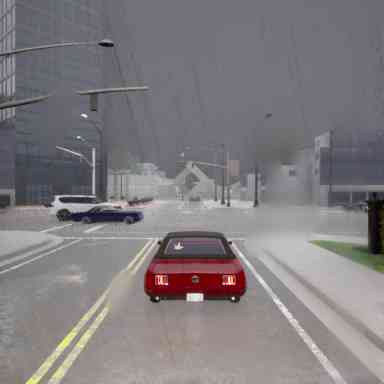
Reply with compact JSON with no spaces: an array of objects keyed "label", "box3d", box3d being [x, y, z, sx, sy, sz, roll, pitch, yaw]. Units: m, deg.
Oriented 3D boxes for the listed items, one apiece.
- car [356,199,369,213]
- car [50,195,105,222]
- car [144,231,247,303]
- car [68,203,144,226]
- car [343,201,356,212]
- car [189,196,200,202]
[{"label":"car","box3d":[19.876,1.480,34.088,4.674,1.442,1.812,0,0,0]},{"label":"car","box3d":[-8.485,1.264,26.841,5.566,2.045,2.150,0,0,-4]},{"label":"car","box3d":[0.071,1.601,8.183,1.895,1.301,4.718,0,0,0]},{"label":"car","box3d":[-5.767,1.628,23.181,4.718,1.301,1.895,0,0,0]},{"label":"car","box3d":[19.372,1.520,37.583,4.181,1.385,1.994,0,0,-1]},{"label":"car","box3d":[0.663,1.540,77.390,2.033,1.411,5.357,0,0,12]}]
